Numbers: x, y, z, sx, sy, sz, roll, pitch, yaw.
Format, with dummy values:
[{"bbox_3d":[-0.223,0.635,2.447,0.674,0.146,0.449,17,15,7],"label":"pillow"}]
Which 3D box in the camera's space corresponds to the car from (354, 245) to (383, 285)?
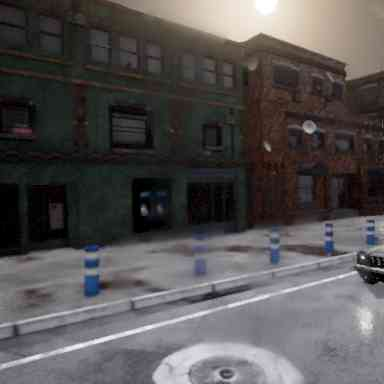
[{"bbox_3d":[6.095,1.594,8.332,4.718,1.301,1.895,0,0,-35],"label":"car"}]
